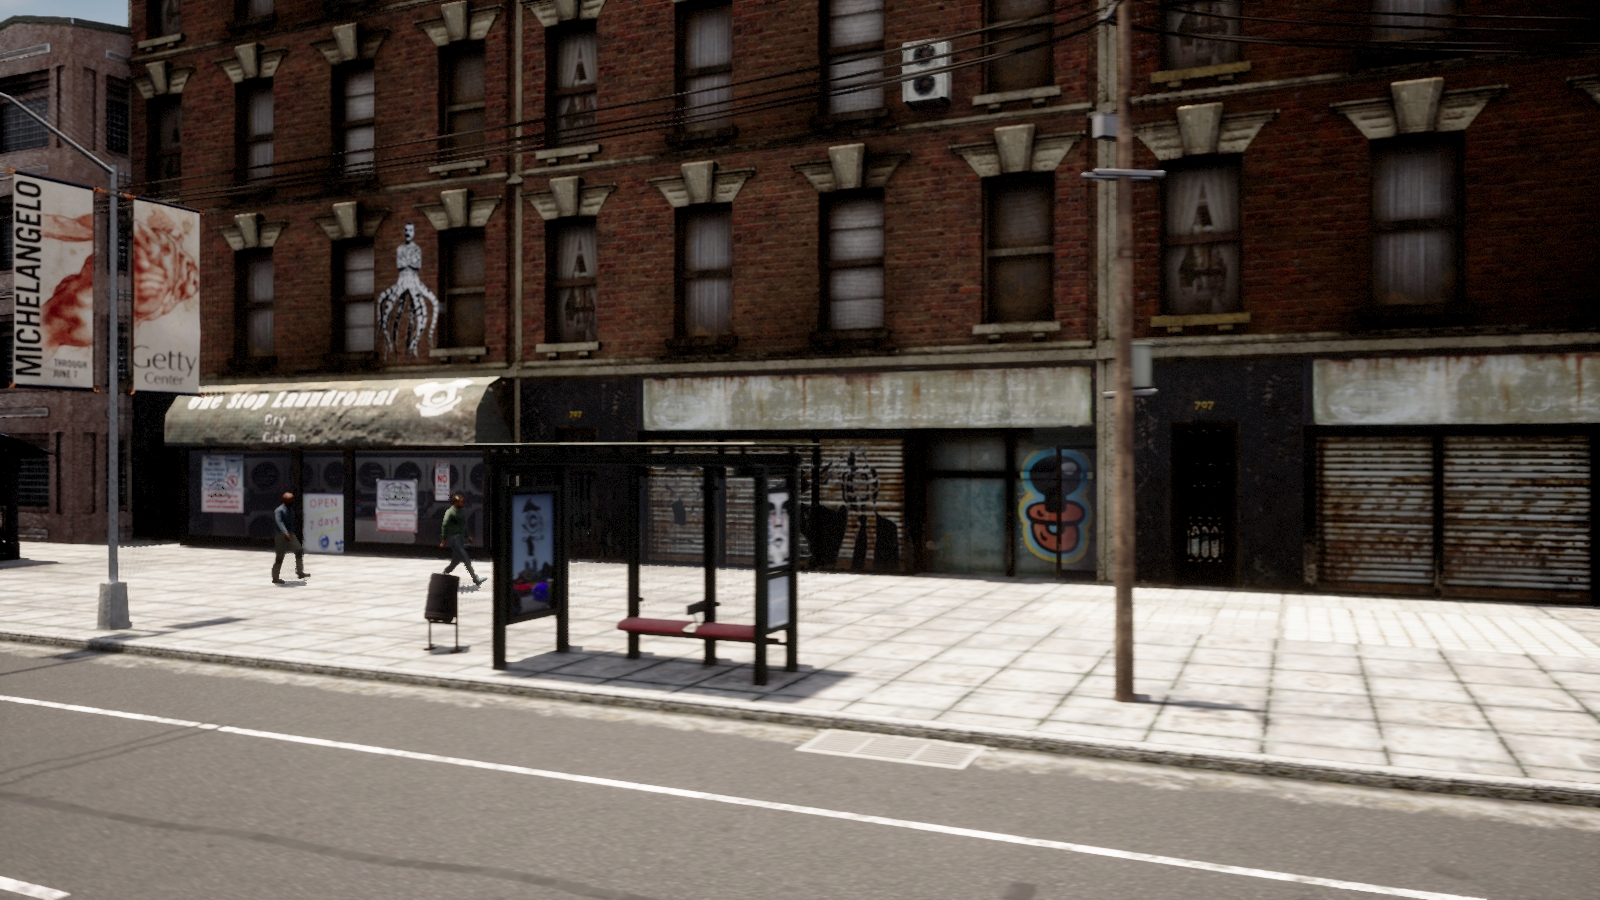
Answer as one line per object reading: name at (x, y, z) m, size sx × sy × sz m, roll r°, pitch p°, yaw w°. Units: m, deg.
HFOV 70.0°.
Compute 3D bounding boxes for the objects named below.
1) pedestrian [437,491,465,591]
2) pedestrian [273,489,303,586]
pedestrian at (-6.615, 1.713, 21.666) m, size 0.375 × 1.860 × 0.375 m, roll 0°, pitch 0°, yaw 12°
pedestrian at (-10.077, 1.712, 22.489) m, size 0.375 × 1.860 × 0.375 m, roll 0°, pitch 0°, yaw 19°
